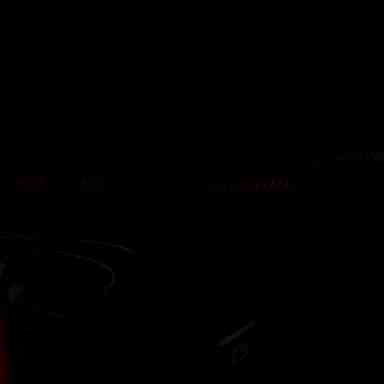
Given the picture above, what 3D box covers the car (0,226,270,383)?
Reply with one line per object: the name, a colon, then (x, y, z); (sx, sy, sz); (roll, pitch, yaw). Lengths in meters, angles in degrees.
car: (-1.575, 1.338, 3.967); (5.009, 1.841, 2.192); (0, -2, 36)
